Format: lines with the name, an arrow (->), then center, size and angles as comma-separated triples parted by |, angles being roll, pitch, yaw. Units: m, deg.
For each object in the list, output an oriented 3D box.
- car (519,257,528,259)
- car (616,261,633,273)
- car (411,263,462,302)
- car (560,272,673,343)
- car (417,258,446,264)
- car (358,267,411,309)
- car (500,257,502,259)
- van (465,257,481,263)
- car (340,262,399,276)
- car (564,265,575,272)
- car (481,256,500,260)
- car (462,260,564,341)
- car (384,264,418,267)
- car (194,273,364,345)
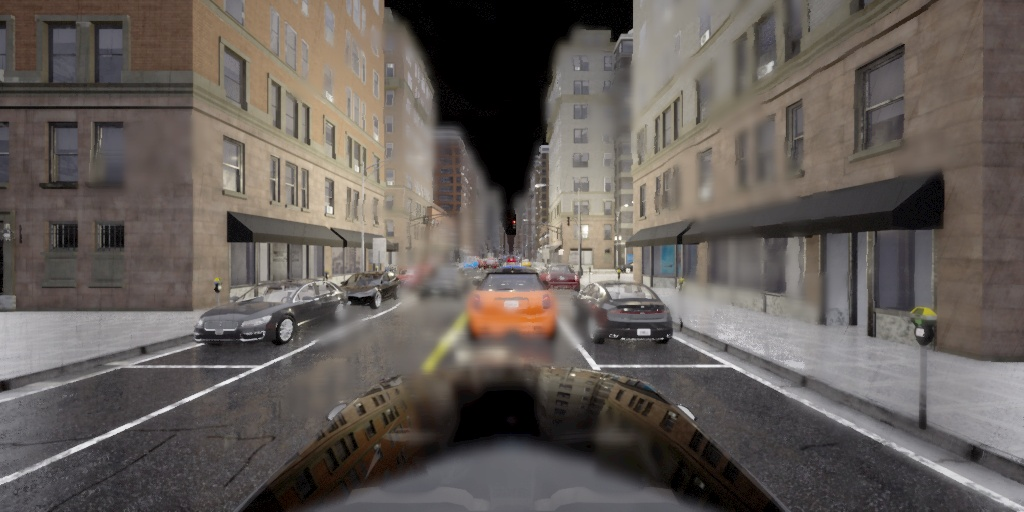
car -> 2.562, 1.260, 64.294 | 1.751, 1.417, 4.829 | 0, 0, 0
car -> 14.499, 1.239, 41.108 | 4.892, 1.490, 1.837 | 0, 0, 1
car -> -3.091, 1.253, 17.061 | 1.837, 1.490, 4.892 | 0, 0, 0
car -> 2.657, 1.300, 9.413 | 2.007, 1.370, 4.403 | 0, 0, 0
car -> -5.897, 1.061, 25.946 | 2.192, 1.841, 5.009 | 0, 0, 0
car -> -5.878, 1.314, 14.899 | 1.948, 1.339, 4.313 | 0, 0, 0
car -> -3.171, 1.261, 62.824 | 1.812, 1.442, 4.674 | 0, 0, 0
van -> -5.944, 1.079, 52.894 | 1.690, 1.789, 3.998 | 0, 0, 0
car -> -14.819, 1.300, 37.555 | 5.357, 1.411, 2.033 | 0, 0, 2
car -> 2.638, 1.187, 20.463 | 1.967, 1.591, 4.097 | 0, 0, 0
car -> -3.174, 1.216, 53.481 | 1.882, 1.535, 5.008 | 0, 0, 0
car -> 0.007, 1.101, 10.021 | 2.097, 1.767, 4.553 | 0, 0, 0
car -> -5.888, 1.330, 20.423 | 1.802, 1.307, 4.207 | 0, 0, 0
car -> -5.869, 1.300, 9.375 | 2.007, 1.370, 4.403 | 0, 0, 0
